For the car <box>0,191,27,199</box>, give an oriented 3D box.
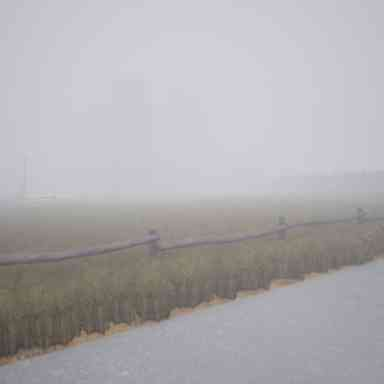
[{"bbox_3d":[-38.385,0.861,71.987,4.611,1.667,2.242,-2,1,-35],"label":"car"}]
